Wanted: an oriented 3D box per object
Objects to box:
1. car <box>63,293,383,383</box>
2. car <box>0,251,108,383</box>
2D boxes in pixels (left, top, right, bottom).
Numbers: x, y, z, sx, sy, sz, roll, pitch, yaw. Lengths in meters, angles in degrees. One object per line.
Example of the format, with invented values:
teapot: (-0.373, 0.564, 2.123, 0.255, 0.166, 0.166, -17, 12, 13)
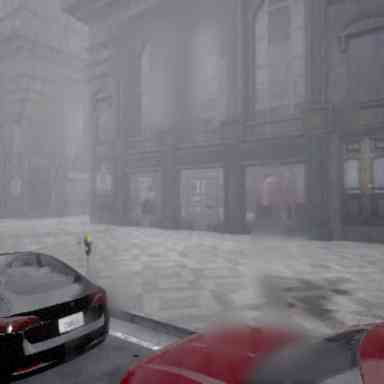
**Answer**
car: (1.446, 1.543, 1.928, 4.507, 1.381, 1.887, -1, 0, 36)
car: (-3.139, 1.622, 5.206, 4.313, 1.339, 1.947, -1, 0, 36)
